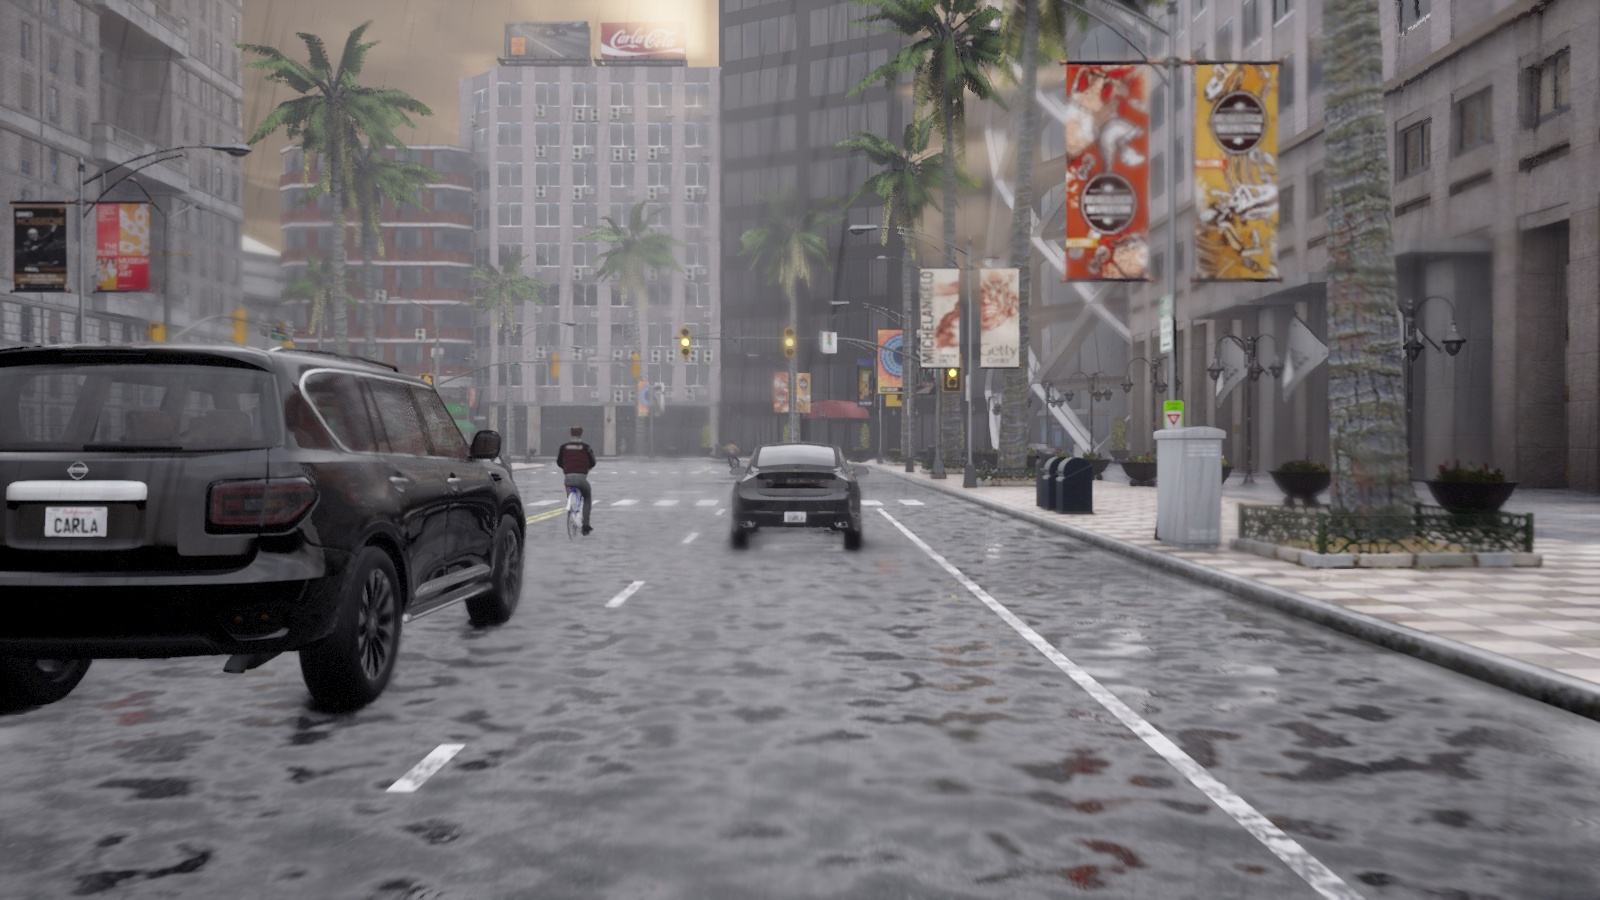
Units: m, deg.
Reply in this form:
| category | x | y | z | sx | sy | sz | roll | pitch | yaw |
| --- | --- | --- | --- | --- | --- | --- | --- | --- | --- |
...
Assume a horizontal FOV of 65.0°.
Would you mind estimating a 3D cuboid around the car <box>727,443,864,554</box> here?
| category | x | y | z | sx | sy | sz | roll | pitch | yaw |
| --- | --- | --- | --- | --- | --- | --- | --- | --- | --- |
| car | -0.016 | 0.642 | 19.359 | 1.837 | 1.490 | 4.892 | 0 | 0 | 1 |

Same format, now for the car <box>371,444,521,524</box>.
| category | x | y | z | sx | sy | sz | roll | pitch | yaw |
| --- | --- | --- | --- | --- | --- | --- | --- | --- | --- |
| car | -6.968 | 0.612 | 25.148 | 1.816 | 1.474 | 4.193 | 0 | 0 | 0 |

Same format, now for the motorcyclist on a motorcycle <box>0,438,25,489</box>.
| category | x | y | z | sx | sy | sz | roll | pitch | yaw |
| --- | --- | --- | --- | --- | --- | --- | --- | --- | --- |
| motorcyclist on a motorcycle | -27.026 | 0.439 | 41.507 | 2.350 | 1.649 | 0.766 | 0 | 0 | 0 |

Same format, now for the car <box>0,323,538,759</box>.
| category | x | y | z | sx | sy | sz | roll | pitch | yaw |
| --- | --- | --- | --- | --- | --- | --- | --- | --- | --- |
| car | -3.469 | 0.413 | 8.673 | 2.150 | 2.045 | 5.566 | 0 | 0 | 0 |

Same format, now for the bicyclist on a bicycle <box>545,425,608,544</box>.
| category | x | y | z | sx | sy | sz | roll | pitch | yaw |
| --- | --- | --- | --- | --- | --- | --- | --- | --- | --- |
| bicyclist on a bicycle | -3.454 | 0.503 | 19.556 | 0.659 | 1.776 | 1.843 | 0 | 0 | 0 |
